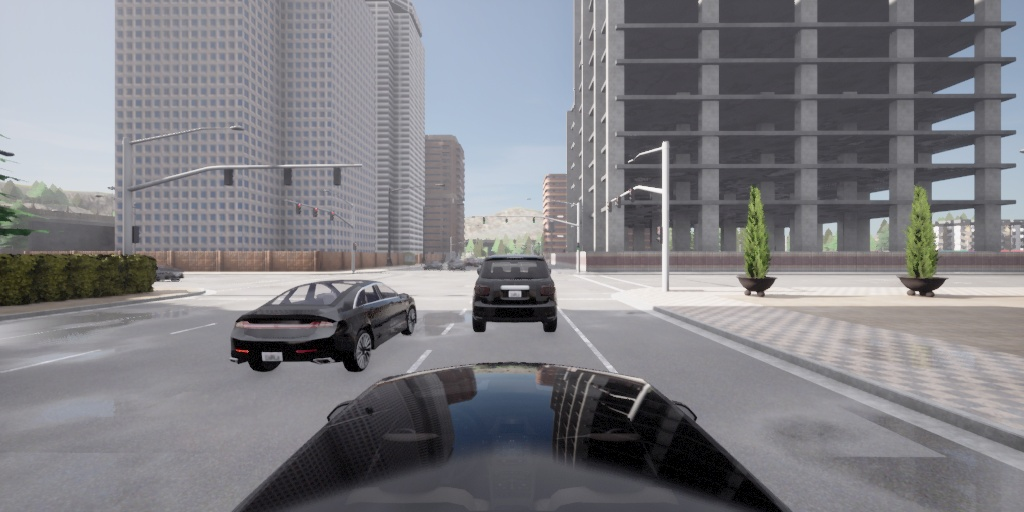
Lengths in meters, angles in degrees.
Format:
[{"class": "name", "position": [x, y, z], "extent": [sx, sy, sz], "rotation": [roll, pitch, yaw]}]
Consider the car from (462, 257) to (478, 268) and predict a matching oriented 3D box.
[{"class": "car", "position": [-6.979, 1.101, 60.660], "extent": [2.097, 1.767, 4.553], "rotation": [0, 0, 1]}]

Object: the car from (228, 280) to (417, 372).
[{"class": "car", "position": [-3.444, 1.242, 7.609], "extent": [2.128, 1.511, 4.902], "rotation": [0, 0, 1]}]

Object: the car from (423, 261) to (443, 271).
[{"class": "car", "position": [-10.744, 1.313, 49.067], "extent": [1.994, 1.385, 4.181], "rotation": [0, 0, 1]}]

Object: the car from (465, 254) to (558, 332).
[{"class": "car", "position": [0.071, 0.971, 10.953], "extent": [2.150, 2.045, 5.566], "rotation": [0, 0, 0]}]

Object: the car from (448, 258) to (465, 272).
[{"class": "car", "position": [-7.265, 1.254, 47.433], "extent": [1.837, 1.490, 4.892], "rotation": [0, 0, 1]}]

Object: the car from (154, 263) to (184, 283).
[{"class": "car", "position": [-28.053, 1.238, 27.504], "extent": [4.902, 1.511, 2.128], "rotation": [0, 0, 0]}]
